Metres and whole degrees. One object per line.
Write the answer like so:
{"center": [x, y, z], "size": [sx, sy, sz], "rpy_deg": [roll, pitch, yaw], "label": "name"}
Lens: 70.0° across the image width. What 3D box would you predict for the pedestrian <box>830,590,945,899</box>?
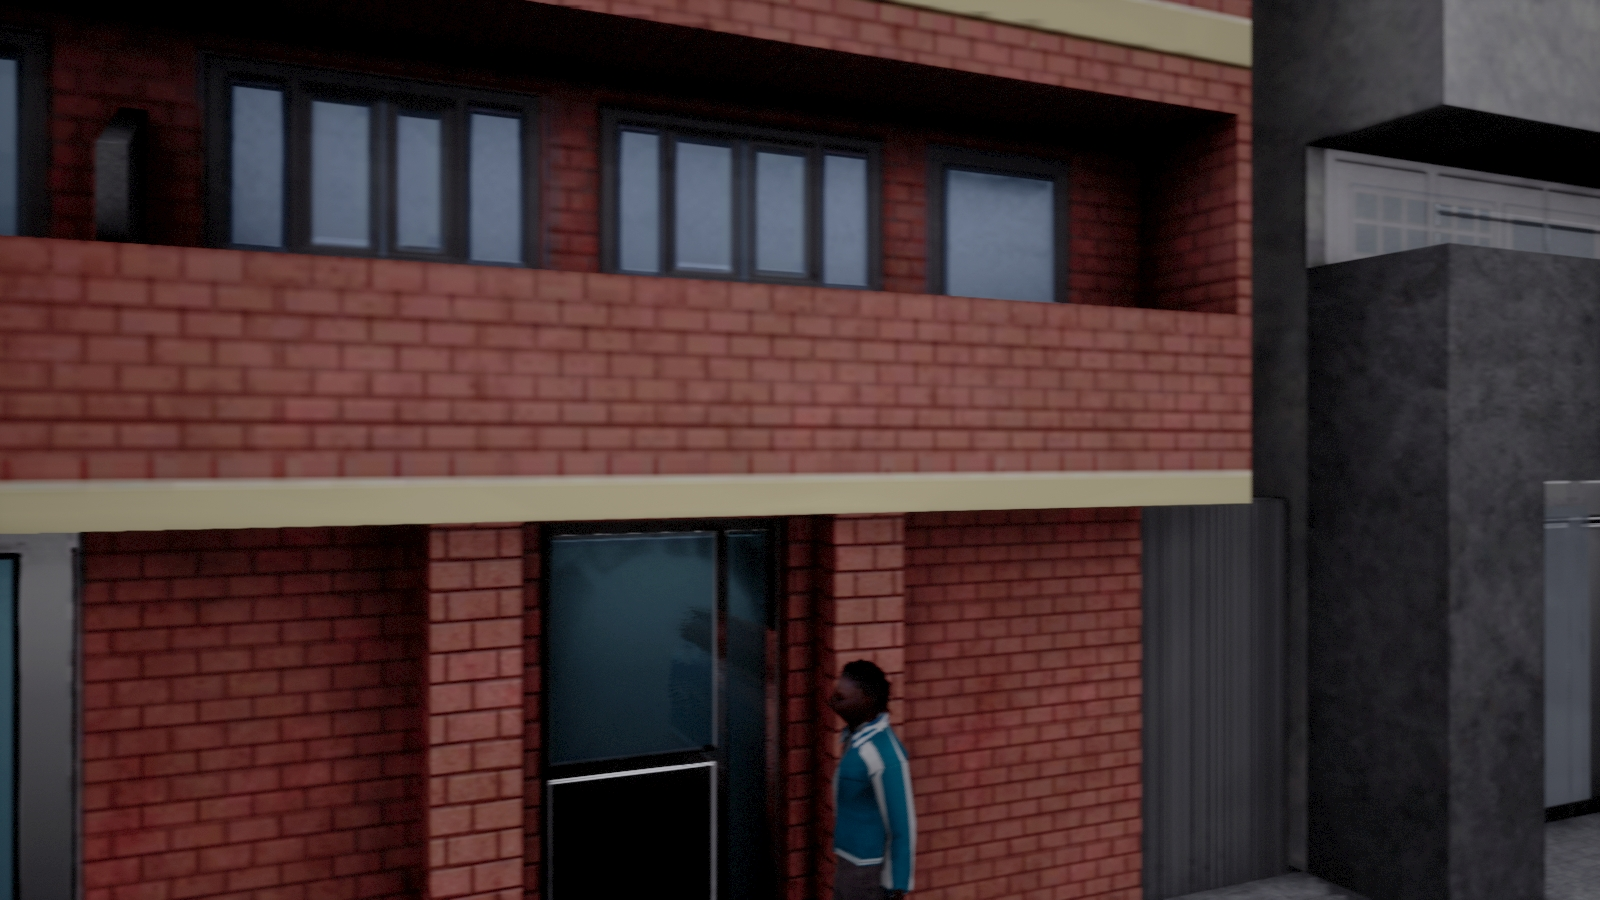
{"center": [0.351, 1.530, 4.679], "size": [0.375, 1.860, 0.375], "rpy_deg": [0, 0, -13], "label": "pedestrian"}
